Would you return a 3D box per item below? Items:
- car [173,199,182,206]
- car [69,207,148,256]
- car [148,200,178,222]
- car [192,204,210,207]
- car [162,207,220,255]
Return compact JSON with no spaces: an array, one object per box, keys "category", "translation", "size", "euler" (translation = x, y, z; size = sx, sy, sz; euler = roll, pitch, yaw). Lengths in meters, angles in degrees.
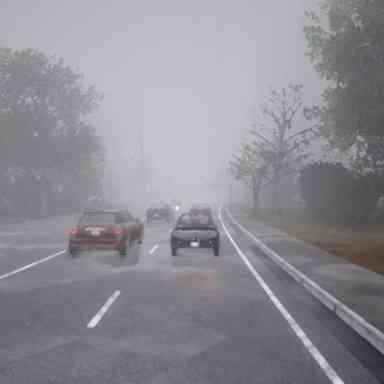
[{"category":"car","translation":[-3.158,2.107,66.273],"size":[2.128,1.511,4.902],"euler":[0,-1,6]},{"category":"car","translation":[-3.342,1.479,13.847],"size":[2.097,1.767,4.553],"euler":[0,-1,2]},{"category":"car","translation":[-2.707,1.749,29.183],"size":[1.882,1.535,5.008],"euler":[0,0,4]},{"category":"car","translation":[0.788,1.748,28.997],"size":[1.882,1.535,5.008],"euler":[0,0,3]},{"category":"car","translation":[0.165,1.623,13.972],"size":[2.128,1.511,4.902],"euler":[0,0,2]}]
